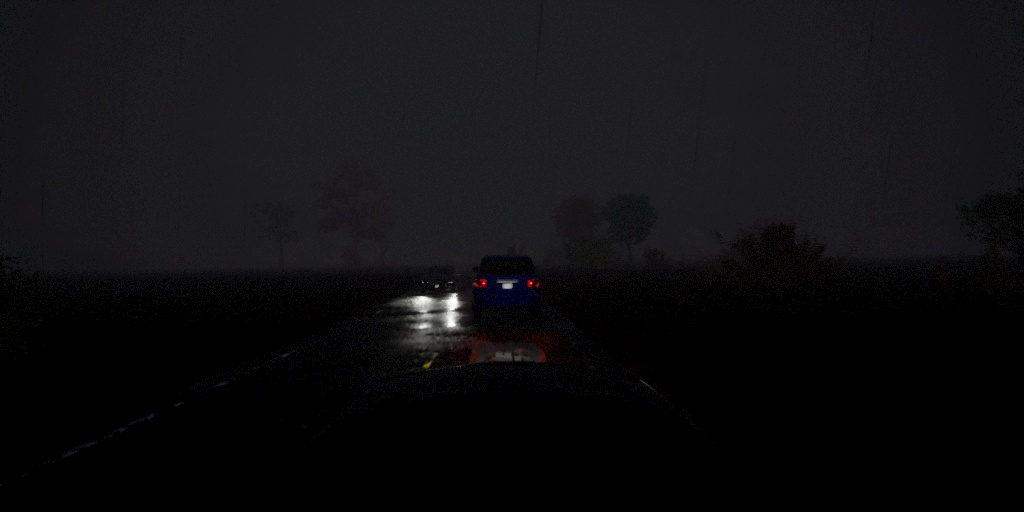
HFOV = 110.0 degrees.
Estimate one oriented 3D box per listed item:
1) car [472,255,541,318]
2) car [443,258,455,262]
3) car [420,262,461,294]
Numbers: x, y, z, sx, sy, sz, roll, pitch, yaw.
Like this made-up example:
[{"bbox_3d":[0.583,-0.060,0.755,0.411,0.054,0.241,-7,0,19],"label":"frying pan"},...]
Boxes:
[{"bbox_3d":[-0.264,0.974,13.186,2.150,2.045,5.566,0,0,-3],"label":"car"},{"bbox_3d":[-10.590,1.055,60.643,1.994,1.385,4.181,0,0,-14],"label":"car"},{"bbox_3d":[-3.969,1.266,20.371,1.837,1.490,4.892,0,0,-5],"label":"car"}]
